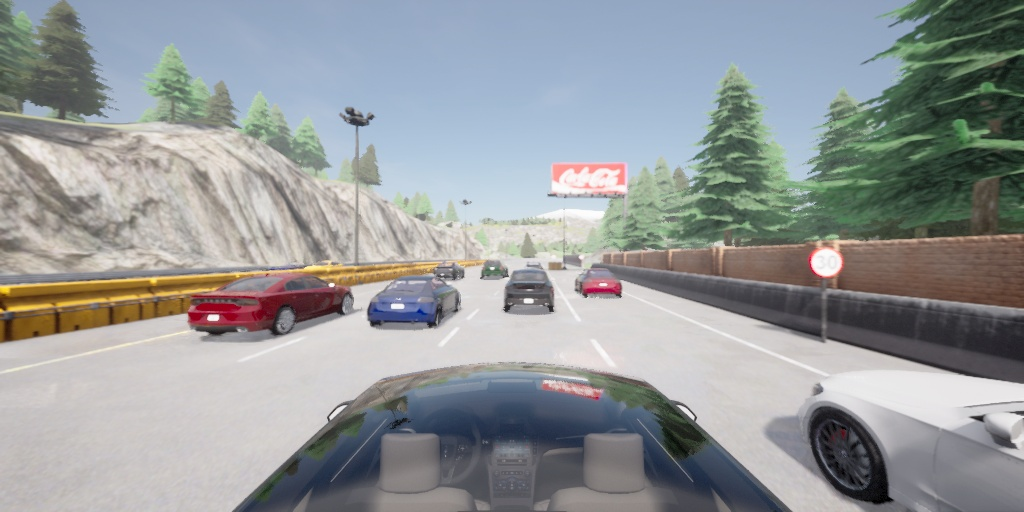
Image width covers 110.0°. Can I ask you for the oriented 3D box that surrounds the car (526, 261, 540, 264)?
[{"bbox_3d":[2.174,1.283,36.280,2.128,1.511,4.902,0,0,4],"label":"car"}]

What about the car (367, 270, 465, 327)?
[{"bbox_3d":[-2.960,1.318,11.591,1.994,1.385,4.181,0,0,3],"label":"car"}]

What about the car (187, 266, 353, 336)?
[{"bbox_3d":[-6.526,1.222,10.456,1.882,1.535,5.008,0,0,3],"label":"car"}]

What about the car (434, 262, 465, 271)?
[{"bbox_3d":[-5.249,1.260,30.362,2.128,1.511,4.902,0,0,4],"label":"car"}]

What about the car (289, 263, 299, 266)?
[{"bbox_3d":[-22.449,1.401,36.769,1.895,1.301,4.718,0,0,4],"label":"car"}]

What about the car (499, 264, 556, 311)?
[{"bbox_3d":[0.709,1.270,14.553,1.837,1.490,4.892,0,0,3],"label":"car"}]

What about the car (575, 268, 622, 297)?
[{"bbox_3d":[4.518,1.343,19.207,1.994,1.385,4.181,0,0,4],"label":"car"}]

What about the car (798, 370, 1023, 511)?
[{"bbox_3d":[3.663,1.284,1.465,1.812,1.442,4.674,0,0,0],"label":"car"}]

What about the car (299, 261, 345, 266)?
[{"bbox_3d":[-18.954,1.248,36.560,1.882,1.535,5.008,0,0,4],"label":"car"}]

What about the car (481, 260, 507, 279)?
[{"bbox_3d":[-1.551,1.130,33.102,2.097,1.767,4.553,0,0,4],"label":"car"}]
